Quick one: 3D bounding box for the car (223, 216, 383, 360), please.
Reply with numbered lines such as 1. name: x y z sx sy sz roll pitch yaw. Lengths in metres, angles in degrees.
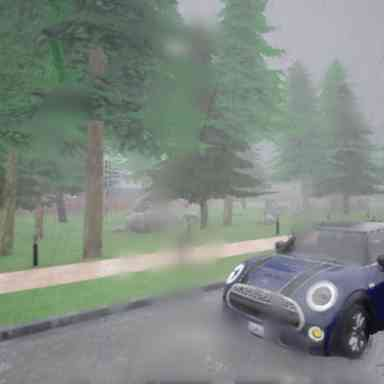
1. car: 2.707 1.365 6.133 4.553 1.767 2.097 0 0 -38
